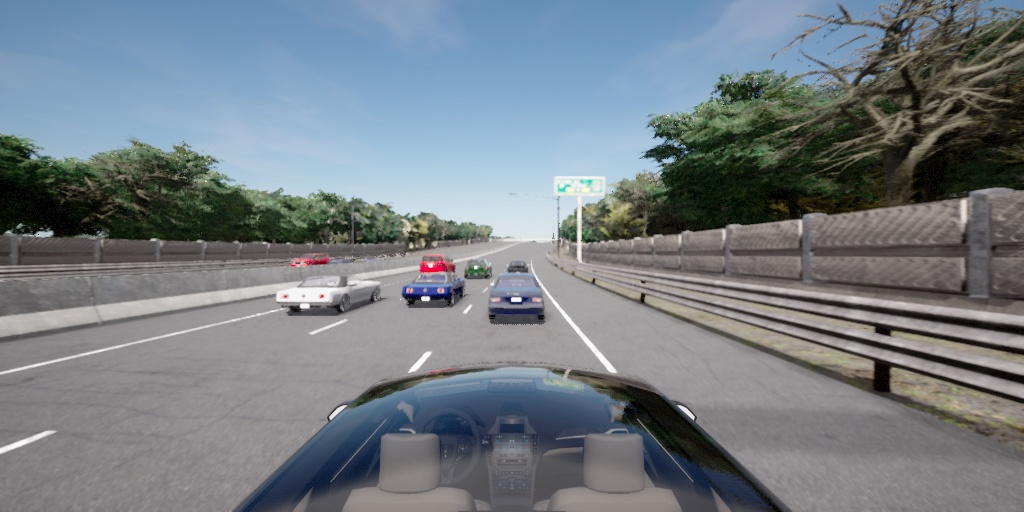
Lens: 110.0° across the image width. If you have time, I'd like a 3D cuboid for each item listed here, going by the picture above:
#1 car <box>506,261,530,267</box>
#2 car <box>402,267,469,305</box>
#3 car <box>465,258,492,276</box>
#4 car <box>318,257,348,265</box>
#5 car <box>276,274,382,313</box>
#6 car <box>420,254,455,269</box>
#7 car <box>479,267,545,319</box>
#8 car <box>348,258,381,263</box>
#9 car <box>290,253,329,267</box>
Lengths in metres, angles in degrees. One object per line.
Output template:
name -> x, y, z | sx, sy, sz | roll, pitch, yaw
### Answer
car -> 0.540, 1.151, 32.656 | 1.837, 1.490, 4.892 | 0, 1, 2
car -> -3.298, 1.364, 16.078 | 1.895, 1.301, 4.718 | 0, 0, 1
car -> -2.972, 1.001, 32.273 | 2.097, 1.767, 4.553 | 0, 1, 2
car -> -20.354, 1.069, 42.206 | 1.994, 1.385, 4.181 | 0, 1, 2
car -> -6.825, 1.367, 14.096 | 1.895, 1.301, 4.718 | 0, 0, 1
car -> -6.493, 0.878, 31.608 | 2.150, 2.045, 5.566 | 0, 1, 2
car -> 0.159, 1.318, 12.985 | 2.033, 1.411, 5.357 | 0, 0, 1
car -> -16.845, 0.993, 42.456 | 2.128, 1.511, 4.902 | 0, 1, 2
car -> -23.839, 0.718, 42.731 | 2.150, 2.045, 5.566 | 0, 1, 2
